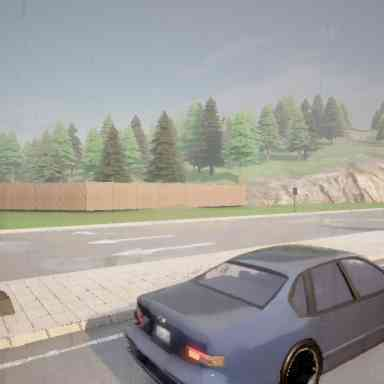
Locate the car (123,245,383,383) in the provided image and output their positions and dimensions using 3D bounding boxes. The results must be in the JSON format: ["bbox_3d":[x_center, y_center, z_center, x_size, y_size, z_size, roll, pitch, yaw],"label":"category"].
[{"bbox_3d":[1.730,1.547,4.981,5.357,1.411,2.033,0,0,-35],"label":"car"}]
